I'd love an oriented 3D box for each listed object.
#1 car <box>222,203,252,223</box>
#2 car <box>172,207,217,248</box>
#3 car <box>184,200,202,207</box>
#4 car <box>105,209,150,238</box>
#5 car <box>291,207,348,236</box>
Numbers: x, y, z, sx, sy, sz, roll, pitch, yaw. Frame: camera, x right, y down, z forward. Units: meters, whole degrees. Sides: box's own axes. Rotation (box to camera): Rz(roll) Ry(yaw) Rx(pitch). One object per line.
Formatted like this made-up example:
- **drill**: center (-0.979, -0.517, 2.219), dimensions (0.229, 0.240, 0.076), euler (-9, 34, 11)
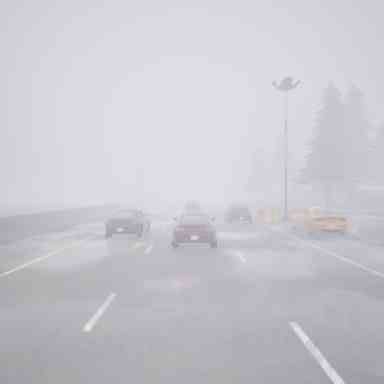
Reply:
- **car**: center (3.601, 1.655, 26.697), dimensions (1.837, 1.490, 4.892), euler (0, 0, 0)
- **car**: center (0.102, 1.611, 15.220), dimensions (1.812, 1.442, 4.674), euler (0, 0, 0)
- **car**: center (0.100, 1.726, 39.514), dimensions (1.837, 1.490, 4.892), euler (0, 0, 0)
- **car**: center (-3.399, 1.626, 18.080), dimensions (1.812, 1.442, 4.674), euler (0, 0, 0)
- **car**: center (7.154, 1.585, 19.194), dimensions (1.882, 1.535, 5.008), euler (0, 0, 2)
